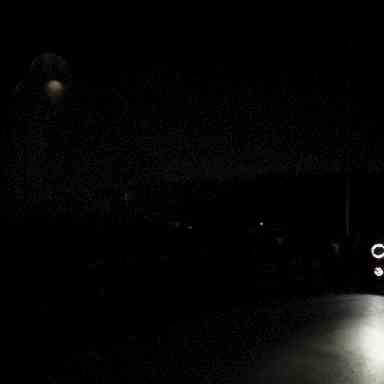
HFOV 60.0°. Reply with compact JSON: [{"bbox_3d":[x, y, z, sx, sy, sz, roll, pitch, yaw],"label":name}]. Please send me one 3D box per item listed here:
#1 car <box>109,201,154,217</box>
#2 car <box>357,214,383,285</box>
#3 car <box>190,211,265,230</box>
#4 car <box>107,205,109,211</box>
[{"bbox_3d":[-5.144,1.769,29.335,2.128,1.511,4.902,1,0,-35],"label":"car"},{"bbox_3d":[5.732,1.399,9.013,2.097,1.767,4.553,0,-2,23],"label":"car"},{"bbox_3d":[1.947,1.819,19.410,1.895,1.301,4.718,1,-1,-35],"label":"car"},{"bbox_3d":[-8.586,1.795,39.775,1.882,1.535,5.008,1,-1,-36],"label":"car"}]
